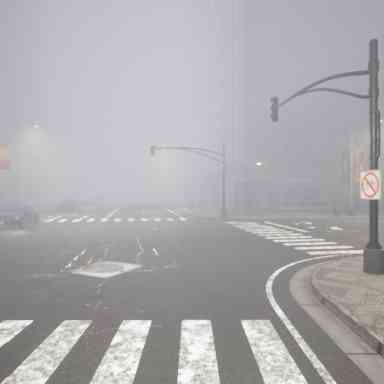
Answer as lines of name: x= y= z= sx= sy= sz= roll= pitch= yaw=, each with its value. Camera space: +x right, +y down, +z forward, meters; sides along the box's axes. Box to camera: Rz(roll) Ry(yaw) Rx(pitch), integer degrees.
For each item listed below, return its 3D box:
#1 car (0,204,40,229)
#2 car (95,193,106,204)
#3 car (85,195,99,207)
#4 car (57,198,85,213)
car: x=-11.329 y=1.529 z=21.565 sx=1.812 sy=1.442 sz=4.674 roll=0 pitch=0 yaw=-8
car: x=-18.412 y=1.271 z=66.508 sx=2.150 sy=2.045 sz=5.566 roll=0 pitch=0 yaw=-9
car: x=-15.947 y=1.592 z=50.734 sx=1.994 sy=1.385 sz=4.181 roll=0 pitch=0 yaw=-9
car: x=-13.845 y=1.494 z=37.634 sx=1.882 sy=1.535 sz=5.008 roll=0 pitch=0 yaw=-9
